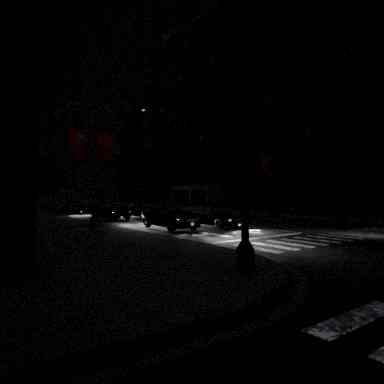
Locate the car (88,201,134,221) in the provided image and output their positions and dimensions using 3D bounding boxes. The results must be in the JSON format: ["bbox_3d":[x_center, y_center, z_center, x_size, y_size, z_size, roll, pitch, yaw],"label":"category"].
[{"bbox_3d":[-6.857,1.693,28.221,1.895,1.301,4.718,0,0,-36],"label":"car"}]

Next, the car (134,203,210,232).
[{"bbox_3d":[-1.410,1.548,20.646,2.128,1.511,4.902,0,0,-36],"label":"car"}]

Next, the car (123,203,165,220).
[{"bbox_3d":[-4.465,1.701,30.455,1.895,1.301,4.718,0,0,-36],"label":"car"}]

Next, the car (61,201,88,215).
[{"bbox_3d":[-13.038,1.681,36.832,2.033,1.411,5.357,0,0,-35],"label":"car"}]

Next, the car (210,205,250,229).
[{"bbox_3d":[1.430,1.609,22.323,2.033,1.411,5.357,0,0,-33],"label":"car"}]

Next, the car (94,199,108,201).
[{"bbox_3d":[-10.537,1.632,38.921,2.128,1.511,4.902,0,0,-36],"label":"car"}]
